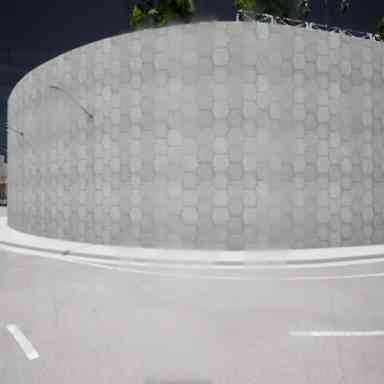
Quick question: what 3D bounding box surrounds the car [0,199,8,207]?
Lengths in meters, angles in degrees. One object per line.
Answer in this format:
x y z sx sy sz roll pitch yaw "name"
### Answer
-34.632 2.066 62.285 1.994 1.385 4.181 0 -1 -15 "car"
